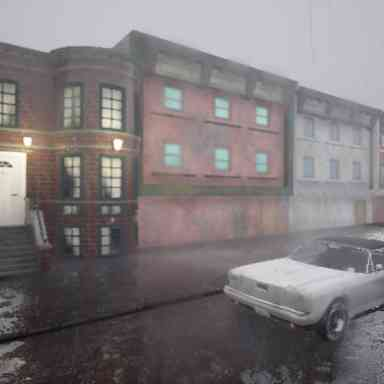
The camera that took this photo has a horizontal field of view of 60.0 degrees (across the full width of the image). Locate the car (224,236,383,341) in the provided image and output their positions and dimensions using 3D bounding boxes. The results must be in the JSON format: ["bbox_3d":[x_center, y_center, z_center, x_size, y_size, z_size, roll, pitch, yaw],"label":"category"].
[{"bbox_3d":[2.930,1.634,6.667,4.718,1.301,1.895,0,0,-35],"label":"car"}]
